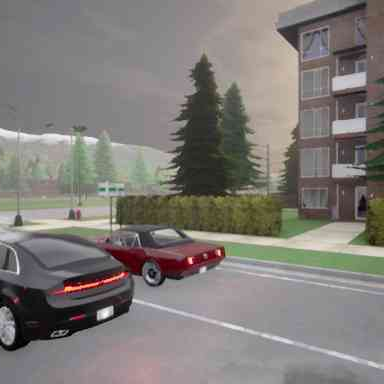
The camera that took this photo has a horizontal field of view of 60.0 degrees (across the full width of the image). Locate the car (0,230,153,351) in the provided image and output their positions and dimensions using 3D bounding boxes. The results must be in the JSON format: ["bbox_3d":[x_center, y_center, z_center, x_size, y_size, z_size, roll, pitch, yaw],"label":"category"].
[{"bbox_3d":[-3.214,1.500,6.232,4.892,1.490,1.837,0,0,36],"label":"car"}]

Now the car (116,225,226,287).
[{"bbox_3d":[-1.535,1.596,9.337,4.718,1.301,1.895,0,0,36],"label":"car"}]
